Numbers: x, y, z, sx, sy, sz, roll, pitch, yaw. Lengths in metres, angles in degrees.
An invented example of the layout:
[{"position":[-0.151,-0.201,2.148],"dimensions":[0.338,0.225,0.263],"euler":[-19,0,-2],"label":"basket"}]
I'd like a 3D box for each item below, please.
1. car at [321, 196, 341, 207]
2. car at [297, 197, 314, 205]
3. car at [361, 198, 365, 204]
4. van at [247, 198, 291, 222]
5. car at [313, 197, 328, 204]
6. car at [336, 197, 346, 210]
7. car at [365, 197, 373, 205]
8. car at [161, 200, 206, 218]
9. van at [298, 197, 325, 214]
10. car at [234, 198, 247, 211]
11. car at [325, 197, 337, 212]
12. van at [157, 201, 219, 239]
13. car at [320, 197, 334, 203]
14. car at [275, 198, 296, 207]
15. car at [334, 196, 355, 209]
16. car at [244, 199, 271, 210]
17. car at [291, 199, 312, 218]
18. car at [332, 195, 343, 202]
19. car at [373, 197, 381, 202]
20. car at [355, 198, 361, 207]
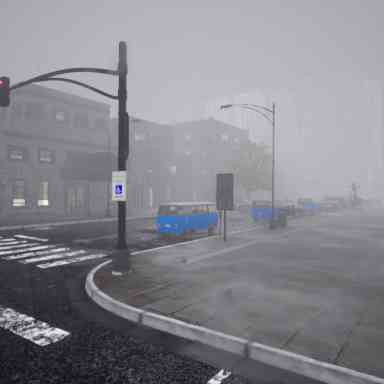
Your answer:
[{"position":[22.967,1.534,54.986],"dimensions":[2.097,1.767,4.553],"euler":[1,0,35],"label":"car"},{"position":[21.624,1.706,63.152],"dimensions":[1.887,1.381,4.507],"euler":[0,0,35],"label":"car"},{"position":[28.567,1.748,58.456],"dimensions":[1.752,1.417,4.829],"euler":[0,0,35],"label":"car"},{"position":[6.237,1.436,26.699],"dimensions":[1.690,1.788,3.998],"euler":[0,0,35],"label":"van"},{"position":[27.878,1.729,72.046],"dimensions":[1.752,1.417,4.829],"euler":[0,0,35],"label":"car"},{"position":[18.940,1.729,44.766],"dimensions":[1.947,1.339,4.313],"euler":[0,0,35],"label":"car"},{"position":[34.821,1.810,67.351],"dimensions":[1.887,1.381,4.507],"euler":[0,0,35],"label":"car"},{"position":[-0.706,1.558,31.394],"dimensions":[1.752,1.417,4.829],"euler":[0,0,35],"label":"car"},{"position":[12.590,1.469,35.732],"dimensions":[1.690,1.788,3.998],"euler":[0,0,35],"label":"van"},{"position":[5.745,1.507,40.568],"dimensions":[1.967,1.590,4.097],"euler":[0,0,35],"label":"car"},{"position":[15.863,1.671,40.389],"dimensions":[1.752,1.417,4.829],"euler":[0,0,35],"label":"car"},{"position":[-0.115,1.407,17.665],"dimensions":[1.690,1.788,3.998],"euler":[0,0,35],"label":"van"},{"position":[31.152,1.793,76.702],"dimensions":[1.947,1.339,4.313],"euler":[0,0,35],"label":"car"},{"position":[15.272,1.666,54.118],"dimensions":[1.887,1.381,4.507],"euler":[0,0,35],"label":"car"},{"position":[22.118,1.497,49.284],"dimensions":[2.192,1.841,5.009],"euler":[0,0,35],"label":"car"},{"position":[8.920,1.629,45.085],"dimensions":[1.887,1.381,4.507],"euler":[0,0,35],"label":"car"},{"position":[9.412,1.656,31.215],"dimensions":[1.887,1.381,4.507],"euler":[0,0,35],"label":"car"},{"position":[37.504,1.713,85.736],"dimensions":[1.967,1.590,4.097],"euler":[0,0,35],"label":"car"},{"position":[44.350,1.900,80.901],"dimensions":[1.947,1.339,4.313],"euler":[0,0,35],"label":"car"},{"position":[25.295,1.517,53.801],"dimensions":[2.192,1.841,5.009],"euler":[0,0,35],"label":"car"}]
